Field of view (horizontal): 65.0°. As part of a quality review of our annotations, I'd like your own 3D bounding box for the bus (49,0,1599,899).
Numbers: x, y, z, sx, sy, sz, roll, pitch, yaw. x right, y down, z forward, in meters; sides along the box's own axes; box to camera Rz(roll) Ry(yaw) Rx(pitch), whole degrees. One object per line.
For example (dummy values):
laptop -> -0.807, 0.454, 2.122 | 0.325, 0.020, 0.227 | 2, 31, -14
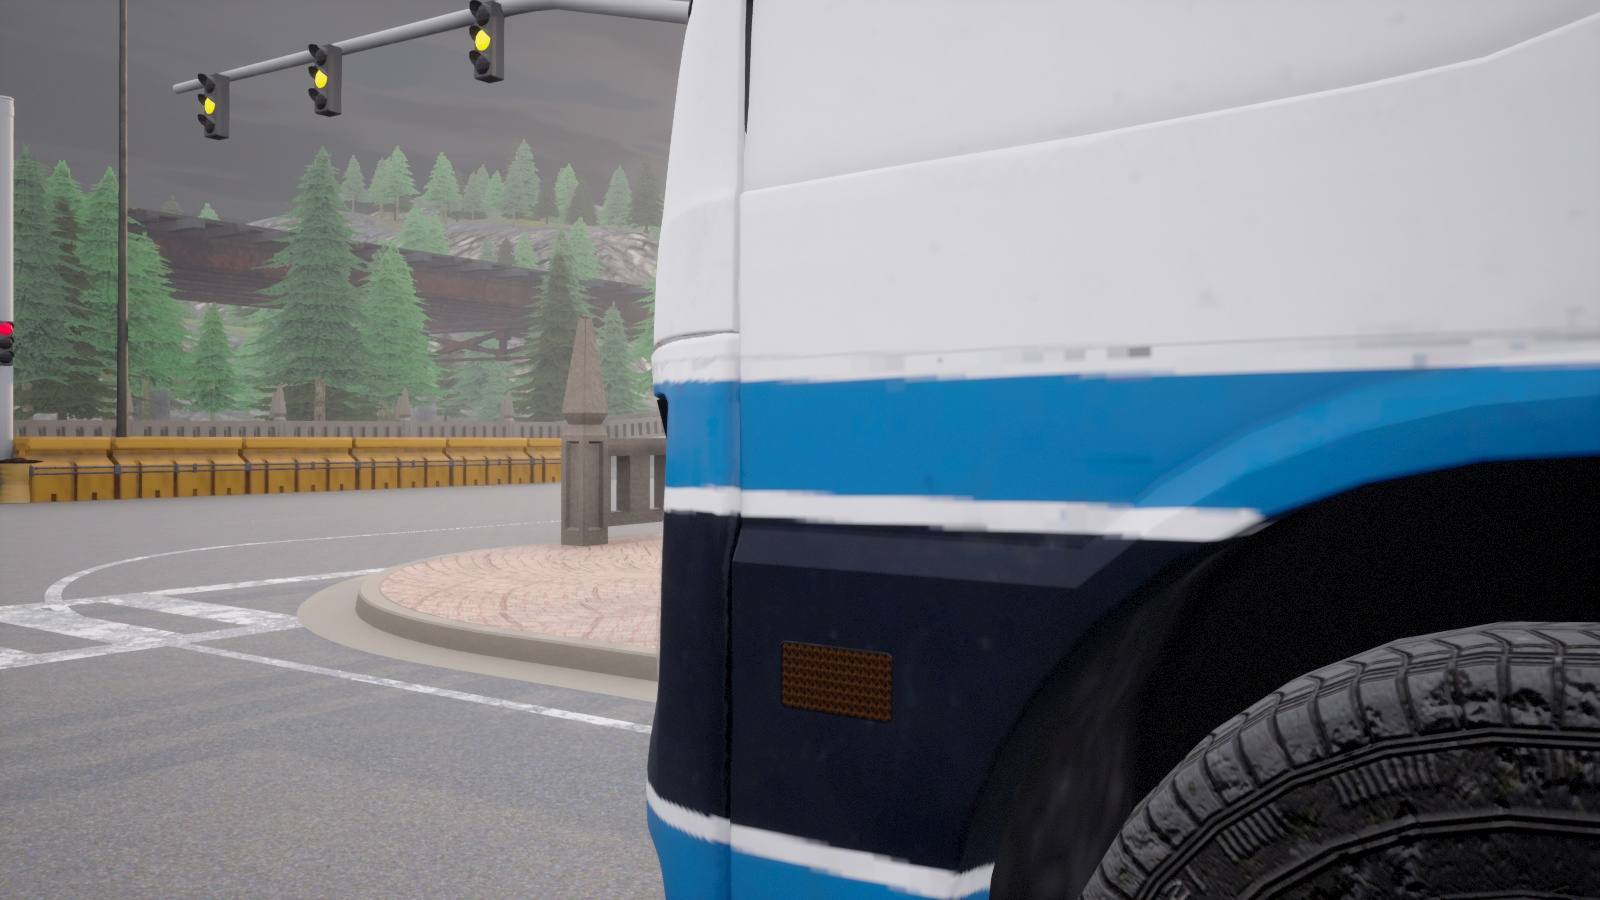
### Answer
bus -> 4.151, -0.694, 0.838 | 10.273, 4.253, 3.944 | 0, 1, 34
